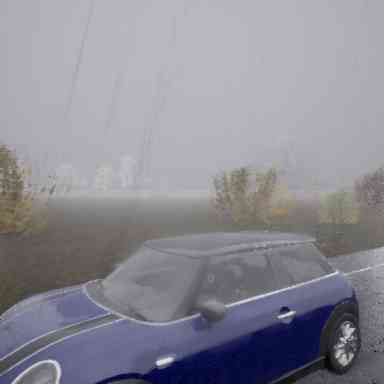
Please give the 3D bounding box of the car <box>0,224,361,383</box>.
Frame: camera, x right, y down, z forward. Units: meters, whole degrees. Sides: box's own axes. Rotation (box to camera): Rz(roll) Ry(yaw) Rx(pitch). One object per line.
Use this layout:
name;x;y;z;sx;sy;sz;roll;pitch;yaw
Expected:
car;-0.024;1.345;3.968;4.553;1.767;2.097;0;0;-35
